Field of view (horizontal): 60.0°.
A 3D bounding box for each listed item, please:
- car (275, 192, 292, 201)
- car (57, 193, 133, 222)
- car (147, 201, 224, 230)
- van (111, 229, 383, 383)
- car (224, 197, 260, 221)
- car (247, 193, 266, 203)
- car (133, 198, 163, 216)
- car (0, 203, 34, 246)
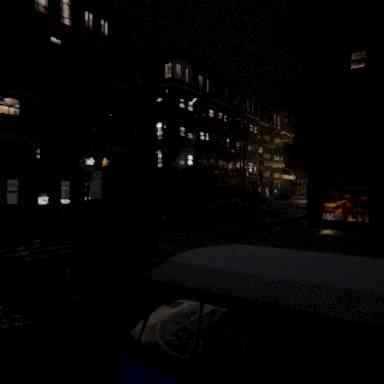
[{"bbox_3d":[15.359,0.710,55.876,1.947,1.339,4.313,2,2,35],"label":"car"},{"bbox_3d":[-7.059,1.024,23.967,2.192,1.841,5.009,2,2,35],"label":"car"},{"bbox_3d":[-0.228,1.343,19.123,1.947,1.339,4.313,2,2,35],"label":"car"},{"bbox_3d":[1.245,1.341,1.977,3.998,1.788,1.690,0,0,36],"label":"van"},{"bbox_3d":[2.974,1.278,23.681,1.802,1.307,4.206,2,2,35],"label":"car"},{"bbox_3d":[8.953,0.871,46.761,1.947,1.339,4.313,2,2,35],"label":"car"},{"bbox_3d":[-3.859,1.173,28.531,1.887,1.381,4.507,2,2,35],"label":"car"},{"bbox_3d":[-7.861,1.186,11.585,2.150,2.045,5.566,-2,1,4],"label":"car"}]
